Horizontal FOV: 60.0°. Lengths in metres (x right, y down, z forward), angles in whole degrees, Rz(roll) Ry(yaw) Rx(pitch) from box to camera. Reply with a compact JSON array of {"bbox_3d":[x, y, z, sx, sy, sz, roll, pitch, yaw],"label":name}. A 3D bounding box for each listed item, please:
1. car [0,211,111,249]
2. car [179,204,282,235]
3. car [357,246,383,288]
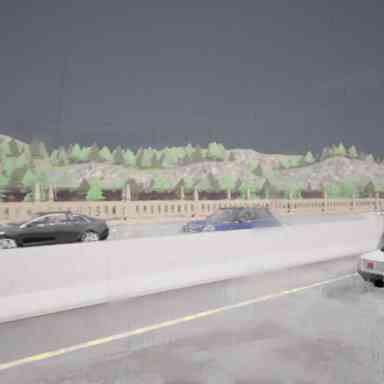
[{"bbox_3d":[-5.633,1.507,12.873,4.902,1.511,2.128,0,0,-36],"label":"car"},{"bbox_3d":[1.667,1.404,13.785,4.553,1.767,2.097,0,0,-36],"label":"car"},{"bbox_3d":[6.119,1.655,8.127,4.718,1.301,1.895,0,0,-36],"label":"car"}]
